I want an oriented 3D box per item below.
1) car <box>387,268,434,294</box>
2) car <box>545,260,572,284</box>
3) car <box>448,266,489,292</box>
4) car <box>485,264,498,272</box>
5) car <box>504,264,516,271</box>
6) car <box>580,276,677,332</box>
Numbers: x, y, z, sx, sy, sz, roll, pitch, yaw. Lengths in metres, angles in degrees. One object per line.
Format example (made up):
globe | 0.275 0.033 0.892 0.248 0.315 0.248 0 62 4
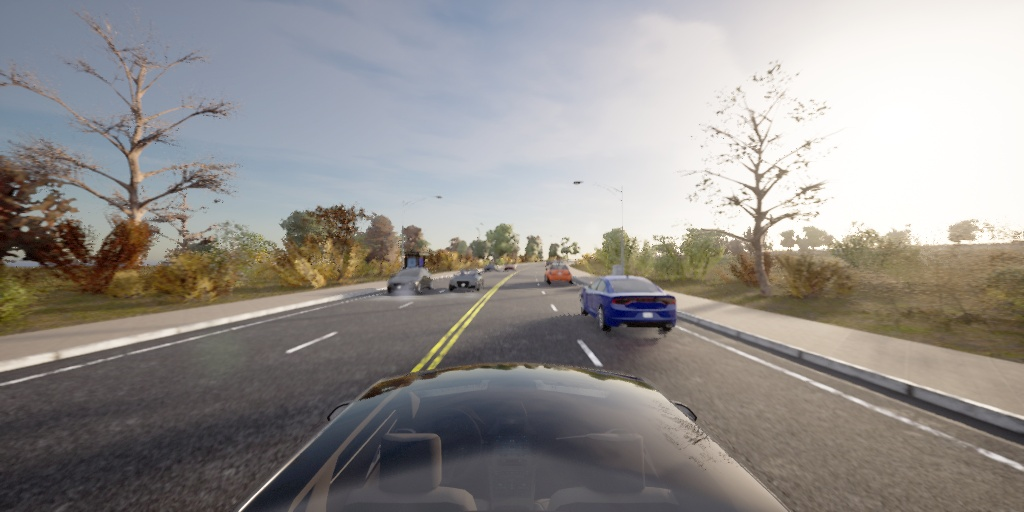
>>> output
car | -6.251 1.524 22.543 1.837 1.490 4.892 0 -1 2
car | 4.046 1.489 31.707 2.097 1.767 4.553 0 -1 2
car | -2.948 1.604 24.040 1.994 1.385 4.181 0 -1 2
car | -3.732 2.067 63.923 1.994 1.385 4.181 0 -1 6
car | -0.375 2.113 64.866 1.895 1.301 4.718 0 -1 5
car | 3.446 1.360 11.477 1.882 1.535 5.008 0 -1 1
